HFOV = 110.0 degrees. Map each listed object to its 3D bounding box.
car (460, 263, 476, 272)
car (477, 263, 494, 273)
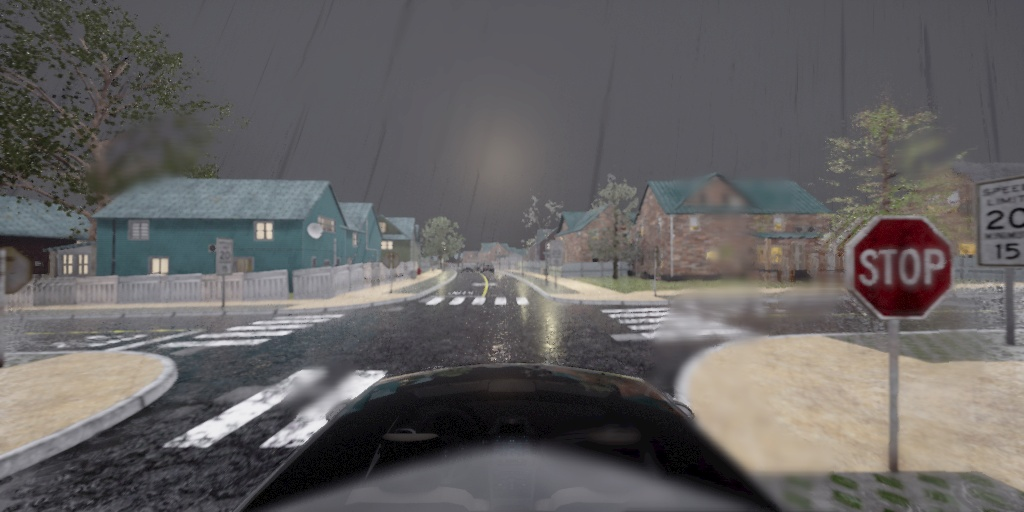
[{"bbox_3d":[-7.352,1.856,58.572,1.837,1.490,4.892,0,-1,-10],"label":"car"},{"bbox_3d":[-3.814,1.792,54.526,1.837,1.490,4.892,0,-1,-10],"label":"car"}]
